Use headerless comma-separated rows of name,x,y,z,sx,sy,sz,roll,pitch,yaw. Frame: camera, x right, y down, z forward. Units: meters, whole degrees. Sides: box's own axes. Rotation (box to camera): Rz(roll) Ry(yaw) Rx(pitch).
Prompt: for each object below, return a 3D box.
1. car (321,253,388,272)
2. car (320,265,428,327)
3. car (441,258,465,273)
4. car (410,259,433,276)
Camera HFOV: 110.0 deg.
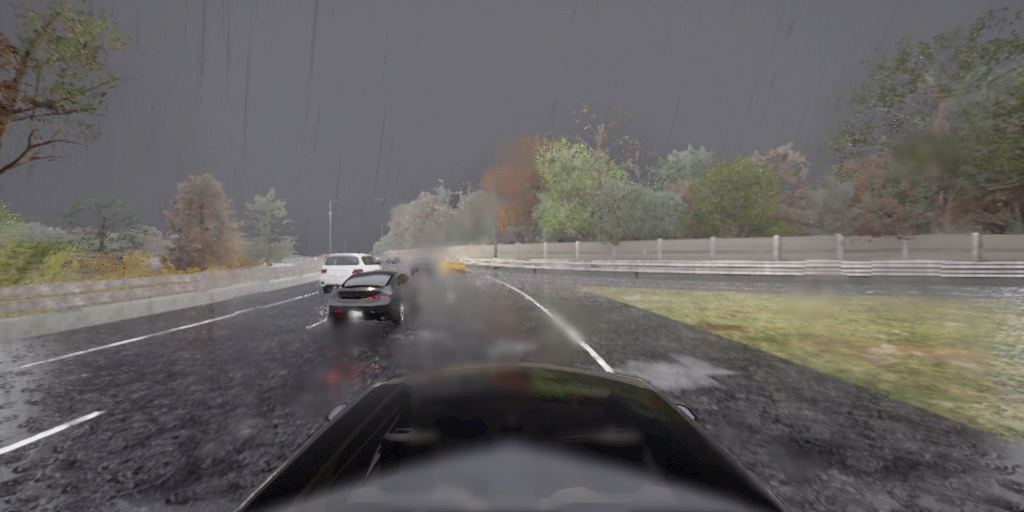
car,-8.693,0.878,19.877,2.150,2.045,5.566,0,0,-9
car,-4.059,1.202,11.359,1.837,1.490,4.892,0,0,-4
car,-6.245,0.985,37.851,1.882,1.535,5.008,0,0,-19
car,-8.362,1.058,33.321,1.837,1.490,4.892,0,0,-17
